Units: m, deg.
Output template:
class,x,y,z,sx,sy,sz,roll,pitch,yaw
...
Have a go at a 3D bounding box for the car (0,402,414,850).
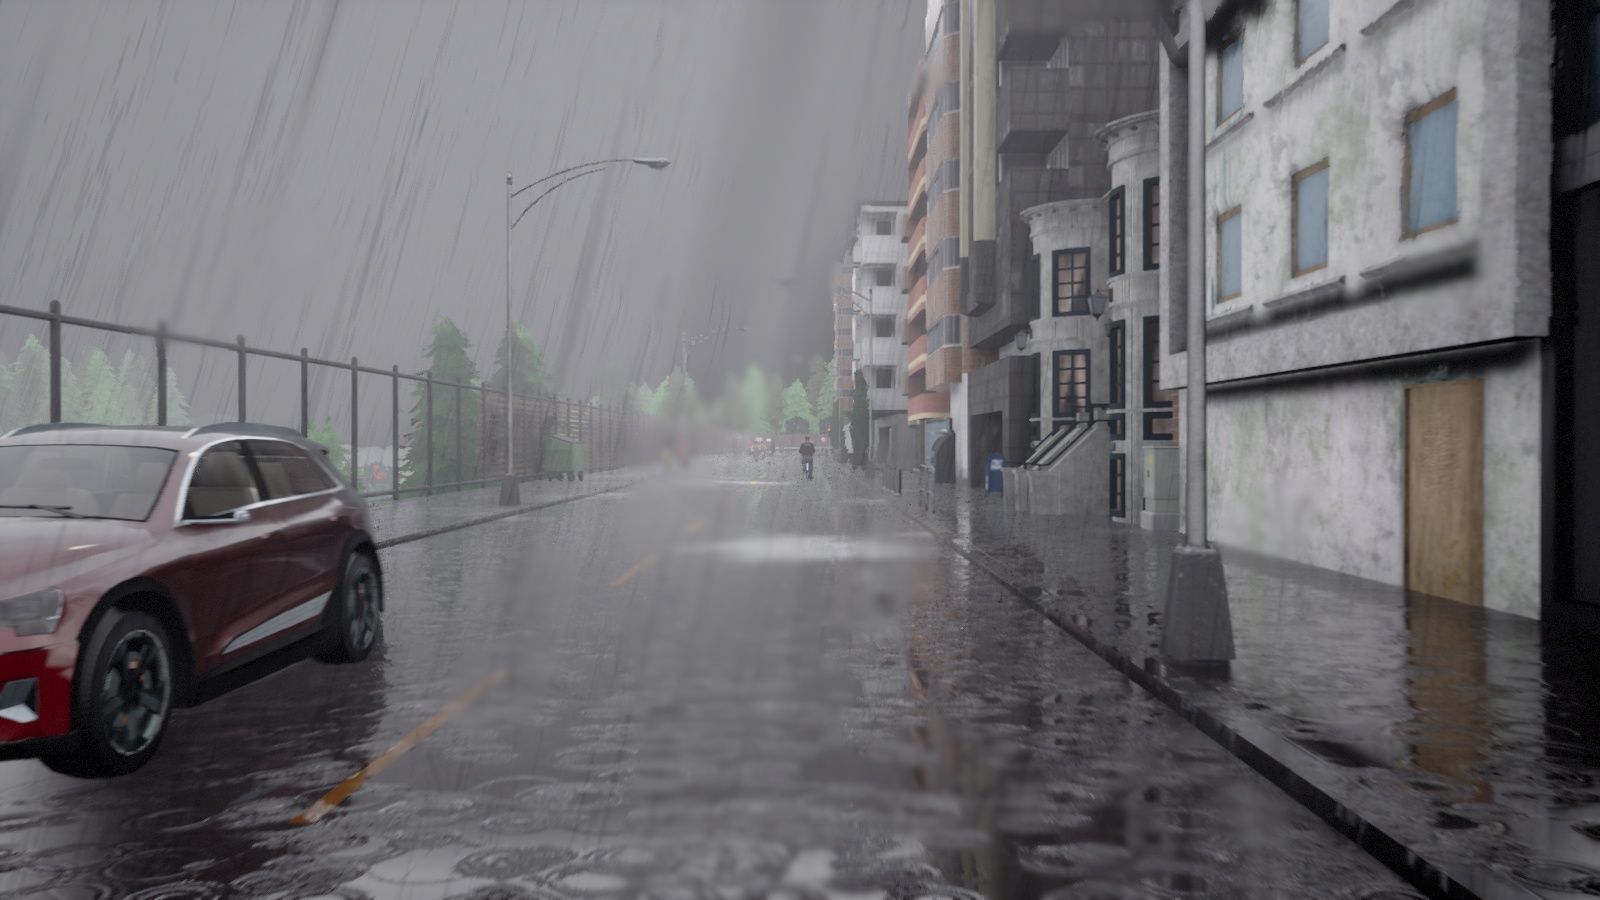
class,x,y,z,sx,sy,sz,roll,pitch,yaw
car,-3.944,0.634,7.058,2.033,1.649,4.856,0,0,0
